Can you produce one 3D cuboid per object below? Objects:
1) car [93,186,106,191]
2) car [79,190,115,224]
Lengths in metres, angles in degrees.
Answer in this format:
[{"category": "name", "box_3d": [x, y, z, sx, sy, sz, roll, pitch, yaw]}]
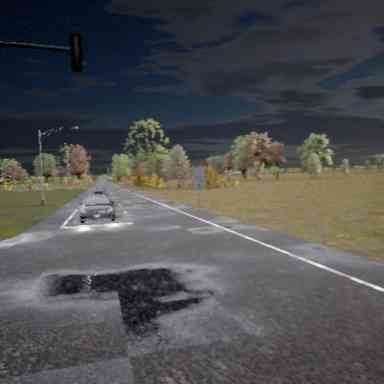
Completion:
[{"category": "car", "box_3d": [-14.296, -0.235, 51.607, 2.033, 1.411, 5.357, -3, 3, -15]}, {"category": "car", "box_3d": [-5.522, 0.898, 19.470, 1.812, 1.442, 4.674, -3, 3, -15]}]
